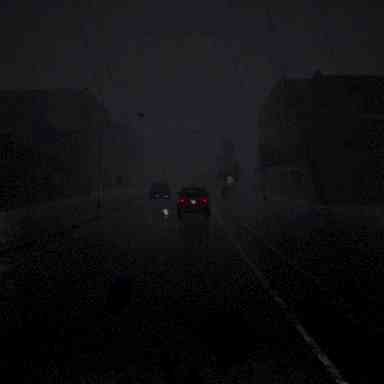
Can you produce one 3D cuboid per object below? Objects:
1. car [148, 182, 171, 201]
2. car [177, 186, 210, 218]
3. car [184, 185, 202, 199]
[{"bbox_3d":[-3.598,-0.120,37.457,2.150,2.045,5.566,0,3,0],"label":"car"},{"bbox_3d":[0.102,0.631,23.420,2.150,2.045,5.566,0,2,0],"label":"car"},{"bbox_3d":[0.099,-0.049,41.064,2.128,1.511,4.902,0,3,0],"label":"car"}]
